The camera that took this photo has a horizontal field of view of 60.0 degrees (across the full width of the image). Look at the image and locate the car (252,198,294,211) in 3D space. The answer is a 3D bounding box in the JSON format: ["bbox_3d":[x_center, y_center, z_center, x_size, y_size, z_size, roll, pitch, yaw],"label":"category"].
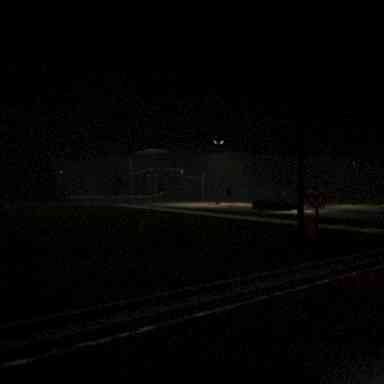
[{"bbox_3d":[9.786,1.544,41.761,1.882,1.535,5.008,0,0,-35],"label":"car"}]

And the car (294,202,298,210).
[{"bbox_3d":[12.373,1.600,44.184,1.812,1.442,4.674,0,0,-35],"label":"car"}]
